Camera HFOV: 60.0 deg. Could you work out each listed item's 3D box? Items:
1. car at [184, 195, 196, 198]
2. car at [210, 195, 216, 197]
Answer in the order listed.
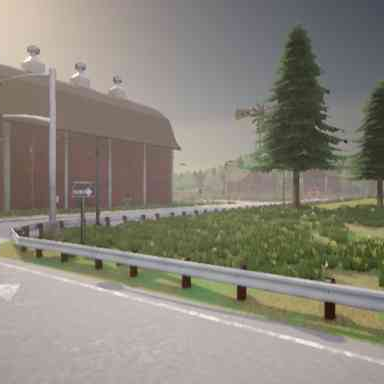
[{"bbox_3d":[-0.611,1.502,82.879,1.816,1.474,4.193,0,0,36],"label":"car"},{"bbox_3d":[5.958,1.519,94.005,1.784,1.438,3.905,0,0,36],"label":"car"}]
